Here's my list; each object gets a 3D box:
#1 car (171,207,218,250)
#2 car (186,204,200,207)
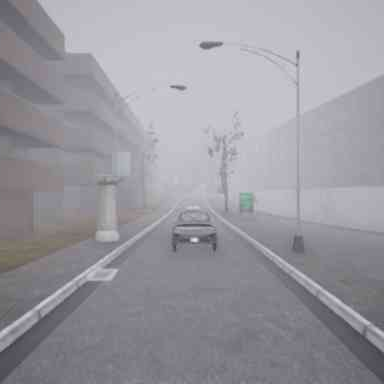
[{"bbox_3d":[0.098,1.600,14.708,2.128,1.511,4.902,0,-1,0],"label":"car"},{"bbox_3d":[0.094,1.930,32.298,1.812,1.442,4.674,0,-1,0],"label":"car"}]
